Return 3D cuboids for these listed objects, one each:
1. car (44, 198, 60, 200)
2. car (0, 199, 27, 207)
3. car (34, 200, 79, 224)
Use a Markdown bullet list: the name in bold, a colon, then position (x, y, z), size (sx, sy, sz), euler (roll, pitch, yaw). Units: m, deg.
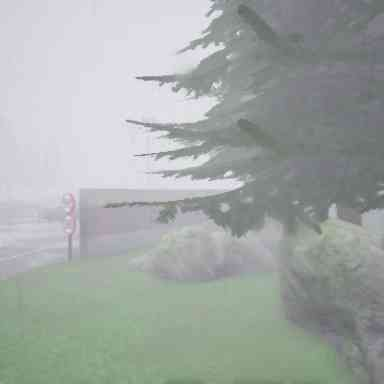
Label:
- **car**: position (-19.669, 1.528, 45.961), size (1.994, 1.385, 4.181), euler (0, 0, 37)
- **car**: position (-24.934, 1.562, 44.769), size (1.895, 1.301, 4.718), euler (0, 0, 37)
- **car**: position (-8.982, 1.509, 24.844), size (1.812, 1.442, 4.674), euler (0, 0, 37)
